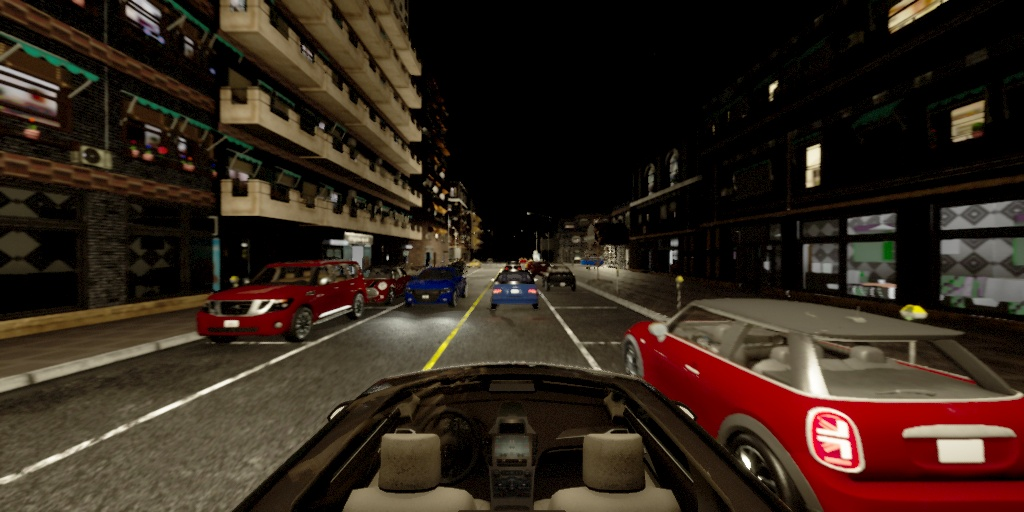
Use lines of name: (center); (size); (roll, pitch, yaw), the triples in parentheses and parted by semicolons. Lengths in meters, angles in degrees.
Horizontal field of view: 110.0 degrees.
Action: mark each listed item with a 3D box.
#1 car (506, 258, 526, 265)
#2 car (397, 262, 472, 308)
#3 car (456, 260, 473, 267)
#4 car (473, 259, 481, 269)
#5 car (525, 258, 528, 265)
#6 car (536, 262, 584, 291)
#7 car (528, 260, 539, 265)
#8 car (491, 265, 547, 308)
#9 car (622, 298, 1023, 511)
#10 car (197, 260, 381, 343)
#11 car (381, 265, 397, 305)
car: (0.104, 1.228, 36.617); (2.033, 1.411, 5.357); (0, 0, 0)
car: (-3.059, 1.196, 15.277); (1.882, 1.535, 5.008); (0, 0, 0)
car: (-5.686, 1.245, 38.273); (1.948, 1.339, 4.313); (0, 0, 0)
car: (-5.684, 1.185, 55.192); (1.751, 1.417, 4.829); (0, 0, 0)
car: (2.696, 1.217, 43.963); (1.888, 1.381, 4.507); (0, 0, 0)
car: (2.693, 1.258, 21.178); (2.007, 1.370, 4.403); (0, 0, 0)
car: (2.694, 1.232, 32.569); (1.888, 1.381, 4.507); (0, 0, 0)
car: (0.101, 1.267, 14.918); (2.033, 1.411, 5.357); (0, 0, 0)
car: (2.690, 1.184, 4.088); (1.967, 1.591, 4.097); (0, 0, 0)
car: (-5.689, 1.046, 9.789); (2.192, 1.841, 5.009); (0, 0, 0)
car: (-5.688, 1.158, 15.486); (1.967, 1.591, 4.097); (0, 0, 0)
